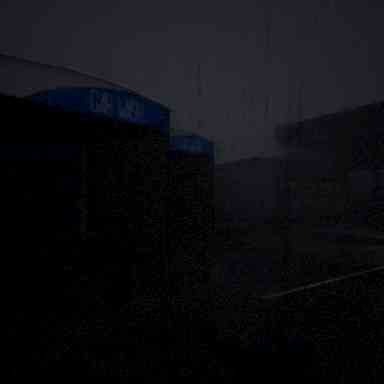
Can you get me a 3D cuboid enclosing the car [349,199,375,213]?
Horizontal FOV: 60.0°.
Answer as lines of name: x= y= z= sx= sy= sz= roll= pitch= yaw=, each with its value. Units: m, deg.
car: x=19.405 y=1.672 z=38.889 sx=4.611 sy=1.667 sz=2.242 roll=0 pitch=0 yaw=-36
